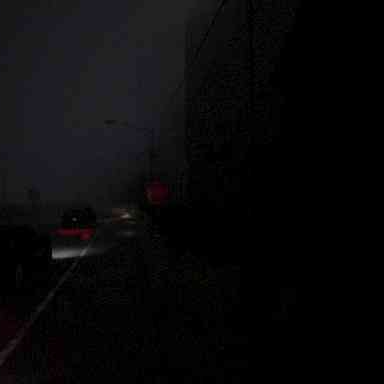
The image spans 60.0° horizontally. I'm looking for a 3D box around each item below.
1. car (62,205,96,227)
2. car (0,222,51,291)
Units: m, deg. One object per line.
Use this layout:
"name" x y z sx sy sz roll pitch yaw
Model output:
"car" -8.173 1.659 24.358 1.882 1.535 5.008 0 0 -10
"car" -5.246 1.593 9.073 1.837 1.490 4.892 0 0 -10
